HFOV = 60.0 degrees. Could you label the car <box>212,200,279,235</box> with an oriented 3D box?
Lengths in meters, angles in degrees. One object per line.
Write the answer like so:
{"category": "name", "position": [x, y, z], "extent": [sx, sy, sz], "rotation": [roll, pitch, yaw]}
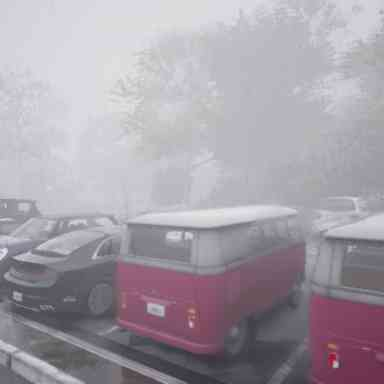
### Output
{"category": "car", "position": [3.371, 1.409, 20.245], "extent": [2.185, 1.767, 4.553], "rotation": [0, 0, 35]}

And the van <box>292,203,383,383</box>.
{"category": "van", "position": [3.061, 1.270, 4.519], "extent": [1.878, 1.987, 4.442], "rotation": [0, 0, 35]}

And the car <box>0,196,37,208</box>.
{"category": "car", "position": [-8.444, 1.305, 12.526], "extent": [2.435, 2.045, 5.566], "rotation": [0, 0, 35]}

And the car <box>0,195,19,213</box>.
{"category": "car", "position": [-24.002, 1.428, 39.646], "extent": [2.435, 2.045, 5.566], "rotation": [0, 0, 35]}

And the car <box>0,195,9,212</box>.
{"category": "car", "position": [-26.171, 1.440, 41.188], "extent": [2.435, 2.045, 5.566], "rotation": [0, 0, 35]}

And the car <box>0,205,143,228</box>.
{"category": "car", "position": [-3.840, 1.406, 9.324], "extent": [2.185, 1.767, 4.553], "rotation": [0, 0, 35]}

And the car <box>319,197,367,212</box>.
{"category": "car", "position": [7.894, 1.259, 17.025], "extent": [2.435, 2.045, 5.566], "rotation": [0, 0, 35]}

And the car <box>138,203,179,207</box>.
{"category": "car", "position": [-1.276, 1.556, 23.286], "extent": [1.946, 1.575, 5.366], "rotation": [0, 0, 35]}

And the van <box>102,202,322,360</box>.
{"category": "van", "position": [0.777, 1.282, 6.144], "extent": [1.878, 1.987, 4.442], "rotation": [0, 0, 35]}

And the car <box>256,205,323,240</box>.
{"category": "car", "position": [5.600, 1.552, 18.586], "extent": [2.163, 1.488, 4.792], "rotation": [0, 0, 35]}

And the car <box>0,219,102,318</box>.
{"category": "car", "position": [-1.578, 1.521, 7.668], "extent": [2.231, 1.521, 4.892], "rotation": [0, 0, 35]}

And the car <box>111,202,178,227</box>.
{"category": "car", "position": [-3.428, 1.572, 25.052], "extent": [2.231, 1.521, 4.892], "rotation": [0, 0, 35]}
